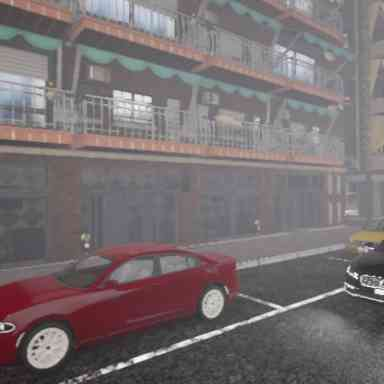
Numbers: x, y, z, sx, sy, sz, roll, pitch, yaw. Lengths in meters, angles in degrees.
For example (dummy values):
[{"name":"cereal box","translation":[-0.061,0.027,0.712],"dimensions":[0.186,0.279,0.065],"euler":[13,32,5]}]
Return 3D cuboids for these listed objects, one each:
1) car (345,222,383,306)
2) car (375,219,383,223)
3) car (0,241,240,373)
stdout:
[{"name":"car","translation":[5.283,1.525,7.381],"dimensions":[4.892,1.490,1.837],"euler":[0,-1,-37]},{"name":"car","translation":[7.501,1.568,12.332],"dimensions":[4.829,1.417,1.752],"euler":[0,-1,-37]},{"name":"car","translation":[-1.163,1.606,5.745],"dimensions":[4.507,1.381,1.887],"euler":[0,-1,-37]}]
